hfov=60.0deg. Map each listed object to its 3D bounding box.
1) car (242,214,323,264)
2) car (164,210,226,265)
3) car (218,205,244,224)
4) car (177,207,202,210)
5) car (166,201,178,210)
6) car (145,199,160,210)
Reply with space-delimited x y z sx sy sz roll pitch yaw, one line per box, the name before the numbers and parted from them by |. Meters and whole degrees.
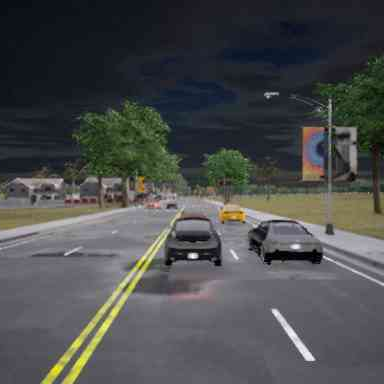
car | 3.302 1.722 12.518 1.994 1.385 4.181 0 -1 1
car | 0.051 1.661 12.282 1.837 1.490 4.892 0 0 1
car | 3.311 1.831 28.472 1.882 1.535 5.008 0 0 0
car | 0.048 1.932 26.655 1.895 1.301 4.718 0 -1 1
car | -3.301 2.224 55.489 2.033 1.411 5.357 0 -1 1
car | -6.553 2.030 55.549 2.097 1.767 4.553 0 -1 0
